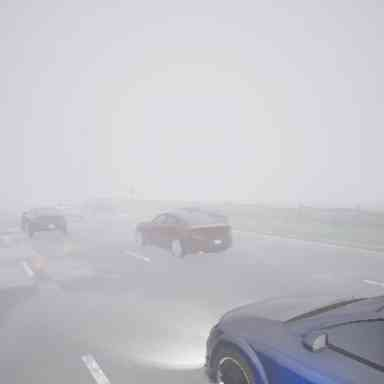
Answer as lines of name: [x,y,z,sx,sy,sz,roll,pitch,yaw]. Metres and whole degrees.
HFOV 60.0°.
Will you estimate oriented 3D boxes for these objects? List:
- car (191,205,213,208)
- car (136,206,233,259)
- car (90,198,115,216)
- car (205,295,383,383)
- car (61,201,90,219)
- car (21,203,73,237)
car: [0.054,1.503,18.495,1.837,1.490,4.892,0,0,-33]
car: [-0.508,1.477,12.931,1.882,1.535,5.008,0,0,-33]
car: [-9.308,1.351,32.933,2.097,1.767,4.553,0,0,-33]
car: [1.915,1.563,2.764,1.994,1.385,4.181,0,0,-33]
car: [-10.512,1.524,28.356,1.812,1.442,4.674,0,0,-33]
car: [-8.176,1.524,18.322,1.812,1.442,4.674,0,0,-33]
